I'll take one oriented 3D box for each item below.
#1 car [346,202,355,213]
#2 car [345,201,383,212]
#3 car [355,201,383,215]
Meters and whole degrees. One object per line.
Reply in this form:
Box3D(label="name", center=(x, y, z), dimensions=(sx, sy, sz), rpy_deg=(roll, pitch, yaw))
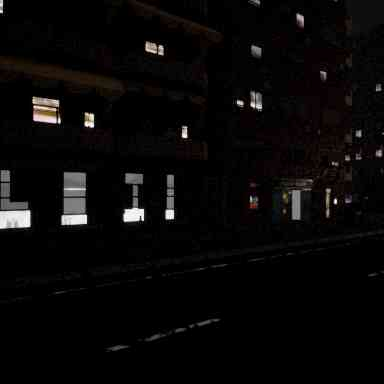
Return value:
Box3D(label="car", center=(15.476, 1.594, 38.332), dimensions=(2.192, 1.841, 5.009), rpy_deg=(-1, 0, -36))
Box3D(label="car", center=(22.465, 1.855, 43.431), dimensions=(1.802, 1.307, 4.206), rpy_deg=(-1, 0, -36))
Box3D(label="car", center=(19.702, 1.726, 37.239), dimensions=(2.128, 1.511, 4.902), rpy_deg=(0, -1, -35))
